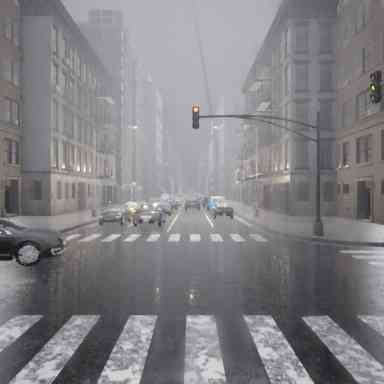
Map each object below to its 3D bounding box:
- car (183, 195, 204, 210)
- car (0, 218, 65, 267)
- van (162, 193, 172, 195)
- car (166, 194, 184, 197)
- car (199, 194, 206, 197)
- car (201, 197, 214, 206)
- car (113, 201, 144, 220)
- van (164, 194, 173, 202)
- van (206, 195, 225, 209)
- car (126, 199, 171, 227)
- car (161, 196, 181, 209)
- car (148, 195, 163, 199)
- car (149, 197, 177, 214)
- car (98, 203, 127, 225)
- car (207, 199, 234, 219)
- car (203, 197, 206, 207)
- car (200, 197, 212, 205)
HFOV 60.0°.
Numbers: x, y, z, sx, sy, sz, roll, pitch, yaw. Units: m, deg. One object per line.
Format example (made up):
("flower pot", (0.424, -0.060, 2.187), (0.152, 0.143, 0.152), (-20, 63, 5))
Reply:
("car", (0.073, 1.496, 43.191), (2.128, 1.511, 4.902), (0, 0, 0))
("car", (-6.535, 1.486, 10.294), (4.892, 1.490, 1.837), (0, 0, -17))
("van", (-5.459, 1.350, 66.984), (1.690, 1.788, 3.998), (0, 0, 0))
("car", (-2.820, 1.484, 53.256), (1.882, 1.535, 5.008), (0, 0, 1))
("car", (2.623, 1.321, 50.771), (2.192, 1.841, 5.009), (0, 0, 0))
("car", (2.622, 1.573, 56.177), (1.947, 1.339, 4.313), (0, 0, 0))
("car", (-5.408, 1.528, 28.971), (1.752, 1.417, 4.829), (0, 0, 0))
("van", (-5.473, 1.352, 77.797), (1.690, 1.788, 3.998), (0, 0, 0))
("van", (2.626, 1.345, 34.552), (1.690, 1.788, 3.998), (0, 0, 0))
("car", (-2.858, 1.494, 23.104), (2.128, 1.511, 4.902), (0, 0, 0))
("car", (-2.853, 1.569, 43.001), (1.994, 1.385, 4.181), (0, 0, 1))
("car", (-5.430, 1.445, 45.360), (1.967, 1.590, 4.097), (0, 0, 0))
("car", (-2.859, 1.551, 32.988), (2.033, 1.411, 5.357), (0, 0, 0))
("car", (-5.400, 1.553, 23.735), (2.008, 1.369, 4.403), (0, 0, 0))
("car", (2.627, 1.554, 29.146), (2.008, 1.369, 4.403), (0, 0, 0))
("car", (2.625, 1.586, 39.958), (1.802, 1.307, 4.206), (0, 0, 0))
("car", (2.621, 1.558, 61.583), (2.008, 1.369, 4.403), (0, 0, 0))
